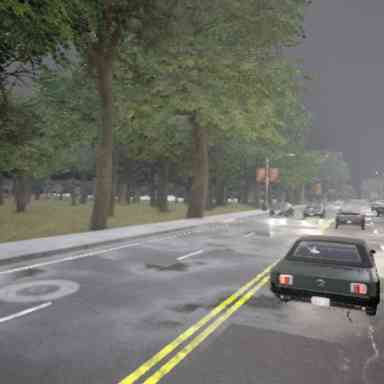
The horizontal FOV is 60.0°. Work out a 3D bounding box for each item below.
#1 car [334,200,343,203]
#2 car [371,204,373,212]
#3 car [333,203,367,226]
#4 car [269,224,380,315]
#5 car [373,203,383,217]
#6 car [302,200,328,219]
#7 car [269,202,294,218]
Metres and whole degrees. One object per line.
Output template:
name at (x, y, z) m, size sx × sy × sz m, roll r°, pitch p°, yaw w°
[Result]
car at (30.785, 2.402, 69.726) m, size 1.812 × 1.442 × 4.674 m, roll 1°, pitch -1°, yaw 27°
car at (28.433, 2.311, 50.663) m, size 1.994 × 1.385 × 4.181 m, roll 1°, pitch -1°, yaw 27°
car at (11.378, 1.790, 23.898) m, size 2.128 × 1.511 × 4.902 m, roll 1°, pitch 0°, yaw 27°
car at (3.305, 1.692, 7.926) m, size 1.895 × 1.301 × 4.718 m, roll 1°, pitch 0°, yaw 27°
car at (21.881, 2.022, 37.593) m, size 1.882 × 1.535 × 5.008 m, roll 1°, pitch 0°, yaw 27°
car at (12.326, 1.888, 33.416) m, size 1.837 × 1.490 × 4.892 m, roll 1°, pitch -1°, yaw 27°
car at (9.438, 1.849, 34.907) m, size 2.128 × 1.511 × 4.902 m, roll 1°, pitch -1°, yaw 27°
